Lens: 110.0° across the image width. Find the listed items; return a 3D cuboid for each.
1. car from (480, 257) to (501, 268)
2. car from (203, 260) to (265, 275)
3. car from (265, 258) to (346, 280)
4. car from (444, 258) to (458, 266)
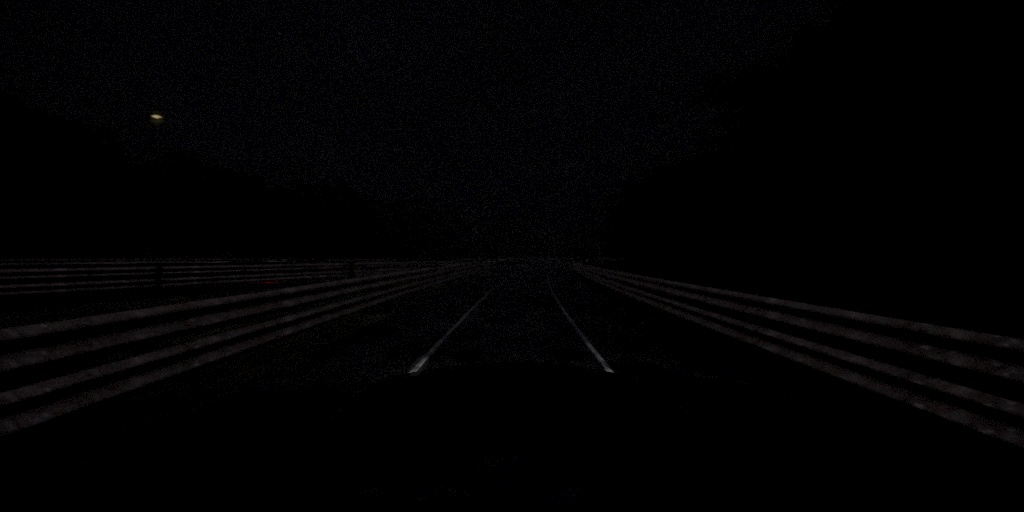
[{"bbox_3d":[-3.549,1.028,59.099,2.097,1.767,4.553,0,0,21],"label":"car"},{"bbox_3d":[-19.516,1.008,26.708,2.033,1.411,5.357,0,0,21],"label":"car"},{"bbox_3d":[-15.530,0.974,27.348,1.882,1.535,5.008,0,0,21],"label":"car"},{"bbox_3d":[-10.097,1.142,61.568,1.812,1.442,4.674,1,0,21],"label":"car"}]
